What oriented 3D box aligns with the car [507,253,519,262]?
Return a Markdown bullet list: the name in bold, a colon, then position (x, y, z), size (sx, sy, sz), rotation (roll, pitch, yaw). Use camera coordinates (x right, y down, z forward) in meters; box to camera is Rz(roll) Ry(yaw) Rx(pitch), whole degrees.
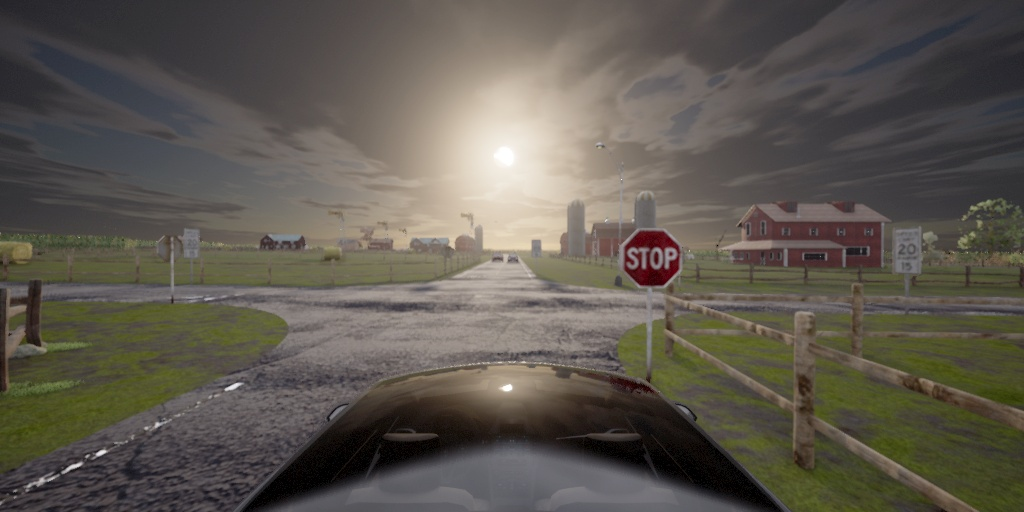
- **car**: position (0.169, 0.405, 61.558), size (1.895, 1.301, 4.718), rotation (0, 1, 0)
